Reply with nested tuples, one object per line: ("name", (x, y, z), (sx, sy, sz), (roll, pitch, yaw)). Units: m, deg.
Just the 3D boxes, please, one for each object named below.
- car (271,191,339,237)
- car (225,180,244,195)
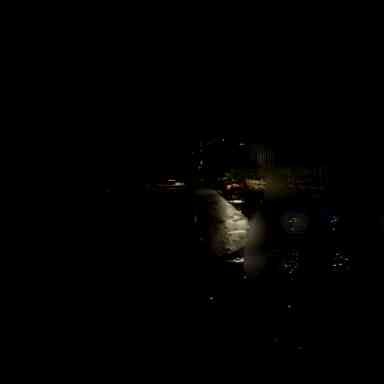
("car", (4.399, 0.767, 13.595), (1.882, 1.535, 5.008), (-2, 3, 6))
("car", (5.224, -0.671, 41.522), (2.097, 1.767, 4.553), (-3, 2, 1))
